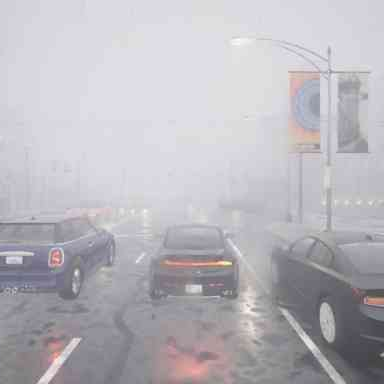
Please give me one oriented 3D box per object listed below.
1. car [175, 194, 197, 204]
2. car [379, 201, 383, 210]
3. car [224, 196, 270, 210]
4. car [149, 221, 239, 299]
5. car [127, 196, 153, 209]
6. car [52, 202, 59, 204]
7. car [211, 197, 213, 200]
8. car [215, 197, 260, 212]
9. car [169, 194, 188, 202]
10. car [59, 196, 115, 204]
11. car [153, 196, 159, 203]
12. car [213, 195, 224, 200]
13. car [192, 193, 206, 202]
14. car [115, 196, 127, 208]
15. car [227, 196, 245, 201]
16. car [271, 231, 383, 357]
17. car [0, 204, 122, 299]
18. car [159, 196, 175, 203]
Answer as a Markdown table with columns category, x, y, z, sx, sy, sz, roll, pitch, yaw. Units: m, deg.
| category | x | y | z | sx | sy | sz | roll | pitch | yaw |
| --- | --- | --- | --- | --- | --- | --- | --- | --- | --- |
| car | -1.144 | 1.564 | 63.701 | 1.994 | 1.385 | 4.181 | 0 | 0 | 18 |
| car | 25.412 | 1.353 | 40.577 | 4.553 | 1.767 | 2.097 | 0 | 0 | -1 |
| car | 7.057 | 1.547 | 42.119 | 5.357 | 1.411 | 2.033 | 0 | 0 | 26 |
| car | 0.049 | 1.505 | 8.443 | 1.837 | 1.490 | 4.892 | 0 | 0 | 0 |
| car | -7.060 | 1.351 | 45.405 | 2.097 | 1.767 | 4.553 | 0 | 0 | 1 |
| car | -10.645 | 1.548 | 27.163 | 2.033 | 1.411 | 5.357 | 0 | 0 | 0 |
| car | 7.179 | 1.524 | 87.771 | 4.674 | 1.442 | 1.812 | 0 | 0 | -40 |
| car | 5.331 | 1.564 | 39.053 | 4.181 | 1.385 | 1.994 | 0 | 0 | 26 |
| car | -3.076 | 1.355 | 76.407 | 2.097 | 1.767 | 4.553 | 0 | 0 | 33 |
| car | -7.136 | 1.352 | 23.113 | 2.097 | 1.767 | 4.553 | 0 | 0 | 0 |
| car | -7.700 | 1.564 | 66.791 | 1.994 | 1.385 | 4.181 | 0 | 0 | 19 |
| car | 7.350 | 1.524 | 72.984 | 2.128 | 1.511 | 4.902 | 0 | 0 | 40 |
| car | 1.006 | 1.225 | 76.189 | 2.150 | 2.045 | 5.566 | 0 | 0 | 33 |
| car | -10.511 | 1.352 | 47.778 | 2.097 | 1.767 | 4.553 | 0 | 0 | 2 |
| car | 11.439 | 1.595 | 86.569 | 4.718 | 1.301 | 1.895 | 0 | 0 | -37 |
| car | 2.892 | 1.480 | 6.284 | 2.097 | 1.535 | 5.008 | 0 | 0 | 0 |
| car | -3.450 | 1.352 | 8.625 | 2.097 | 1.767 | 4.553 | 0 | 0 | 0 |
| car | -3.938 | 1.548 | 66.847 | 2.033 | 1.411 | 5.357 | 0 | 0 | 21 |
